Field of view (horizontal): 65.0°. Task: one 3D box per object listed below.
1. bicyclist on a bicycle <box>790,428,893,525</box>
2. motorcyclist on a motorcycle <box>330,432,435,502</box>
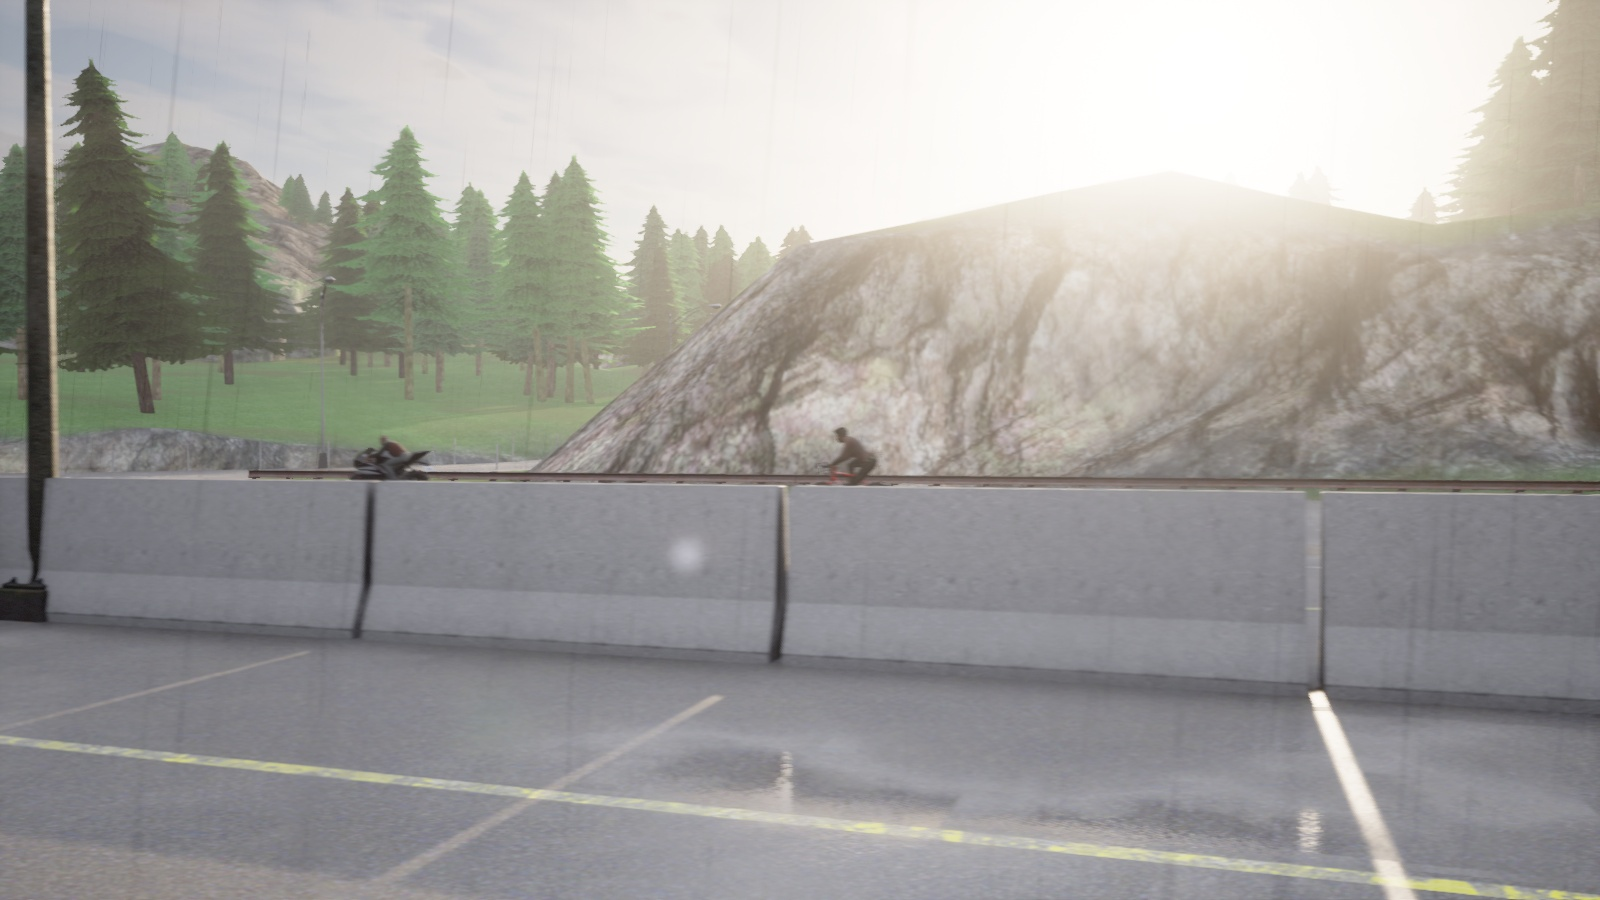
[{"bbox_3d":[0.708,0.439,21.416,1.656,1.620,0.582,0,1,19],"label":"bicyclist on a bicycle"},{"bbox_3d":[-9.486,0.369,28.540,2.191,1.530,0.866,1,1,19],"label":"motorcyclist on a motorcycle"}]
